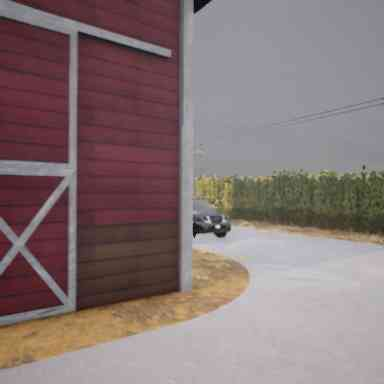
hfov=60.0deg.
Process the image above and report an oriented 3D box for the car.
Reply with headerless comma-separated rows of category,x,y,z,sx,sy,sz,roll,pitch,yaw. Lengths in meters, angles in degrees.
car,-0.256,1.282,17.923,2.150,2.045,5.566,0,0,-32
